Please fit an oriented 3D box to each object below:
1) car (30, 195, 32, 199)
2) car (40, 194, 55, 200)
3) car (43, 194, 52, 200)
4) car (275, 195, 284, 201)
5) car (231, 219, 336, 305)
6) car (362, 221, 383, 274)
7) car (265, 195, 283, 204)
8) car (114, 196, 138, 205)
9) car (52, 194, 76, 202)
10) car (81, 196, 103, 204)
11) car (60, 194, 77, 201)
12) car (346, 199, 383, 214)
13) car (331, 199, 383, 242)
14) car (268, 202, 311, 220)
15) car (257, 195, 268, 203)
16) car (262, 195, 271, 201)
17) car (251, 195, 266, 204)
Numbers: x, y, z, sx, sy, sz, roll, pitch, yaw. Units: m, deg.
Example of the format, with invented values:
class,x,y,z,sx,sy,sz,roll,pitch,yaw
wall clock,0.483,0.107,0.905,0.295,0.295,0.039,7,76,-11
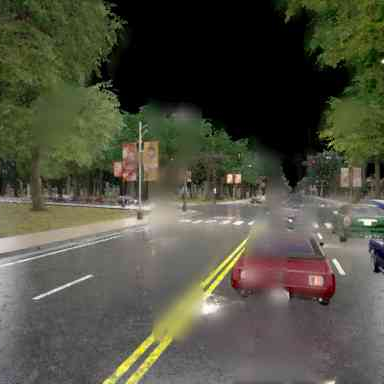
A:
class,x,y,z,sx,sy,sz,roll,pitch,yaw
car,-39.247,1.253,83.046,4.181,1.385,1.994,0,0,40
car,-37.146,1.253,85.526,4.181,1.385,1.994,0,0,40
car,-31.653,1.259,76.620,4.674,1.442,1.812,0,0,40
car,21.707,1.489,82.276,1.882,1.535,5.008,0,0,17
car,2.270,1.601,8.215,1.895,1.301,4.718,0,0,17
car,5.477,1.601,7.599,1.895,1.301,4.718,0,0,17
car,15.546,1.554,62.574,2.033,1.411,5.357,0,0,18
car,-10.847,1.361,54.682,4.902,1.511,2.128,0,0,41
car,-26.003,1.300,67.583,4.674,1.442,1.812,0,0,40
car,-18.268,1.423,60.973,4.718,1.301,1.895,0,0,41
car,-29.273,1.260,78.865,4.674,1.442,1.812,0,0,40
car,20.048,1.573,37.259,4.674,1.442,1.812,0,0,40
car,8.098,1.352,16.198,2.097,1.767,4.553,0,0,17
car,4.964,1.505,17.073,1.837,1.490,4.892,0,0,17
car,15.442,1.486,73.059,1.882,1.535,5.008,0,0,17
car,18.487,1.535,82.863,1.812,1.442,4.674,0,0,17
car,12.473,1.554,63.623,2.033,1.411,5.357,0,0,18
